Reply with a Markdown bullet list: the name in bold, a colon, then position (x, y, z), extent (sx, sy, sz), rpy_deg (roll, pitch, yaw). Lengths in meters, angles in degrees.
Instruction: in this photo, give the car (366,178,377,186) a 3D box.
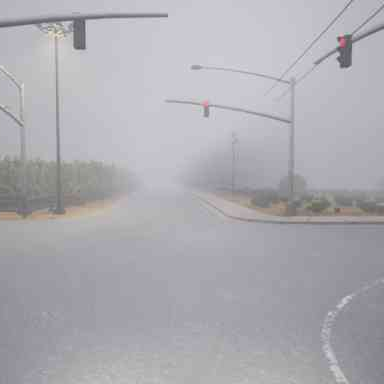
- **car**: position (42.113, -2.305, 77.608), extent (1.905, 1.878, 3.866), rpy_deg (10, 10, 41)
